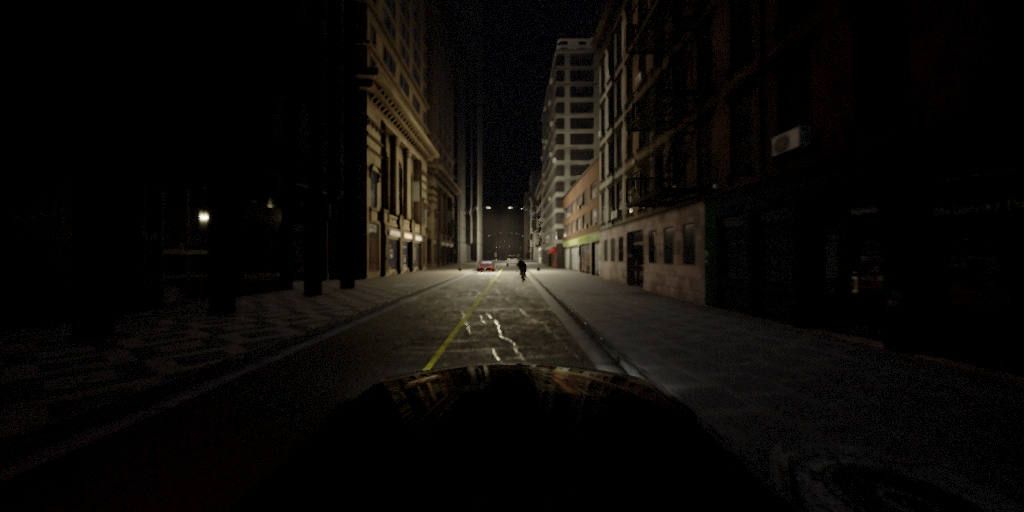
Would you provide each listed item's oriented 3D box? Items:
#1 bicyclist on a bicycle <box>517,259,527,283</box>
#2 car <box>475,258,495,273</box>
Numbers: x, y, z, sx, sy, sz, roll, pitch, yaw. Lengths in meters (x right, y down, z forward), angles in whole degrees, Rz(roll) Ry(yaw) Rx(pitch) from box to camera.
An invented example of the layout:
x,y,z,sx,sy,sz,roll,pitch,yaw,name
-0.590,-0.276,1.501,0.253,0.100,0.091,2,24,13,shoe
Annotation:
x,y,z,sx,sy,sz,roll,pitch,yaw,name
0.837,1.187,25.685,0.582,1.620,1.656,0,0,0,bicyclist on a bicycle
-3.059,1.274,43.342,1.994,1.385,4.181,0,0,0,car
